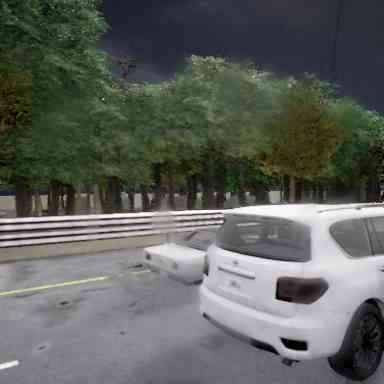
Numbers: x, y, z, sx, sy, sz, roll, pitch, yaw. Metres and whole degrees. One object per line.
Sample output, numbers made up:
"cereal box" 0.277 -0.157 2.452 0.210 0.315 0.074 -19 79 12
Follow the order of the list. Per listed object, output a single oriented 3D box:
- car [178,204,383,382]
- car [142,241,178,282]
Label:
"car" 2.717 1.219 5.680 5.566 2.045 2.150 0 0 -35
"car" 1.171 1.597 8.876 4.718 1.301 1.895 0 0 -35
